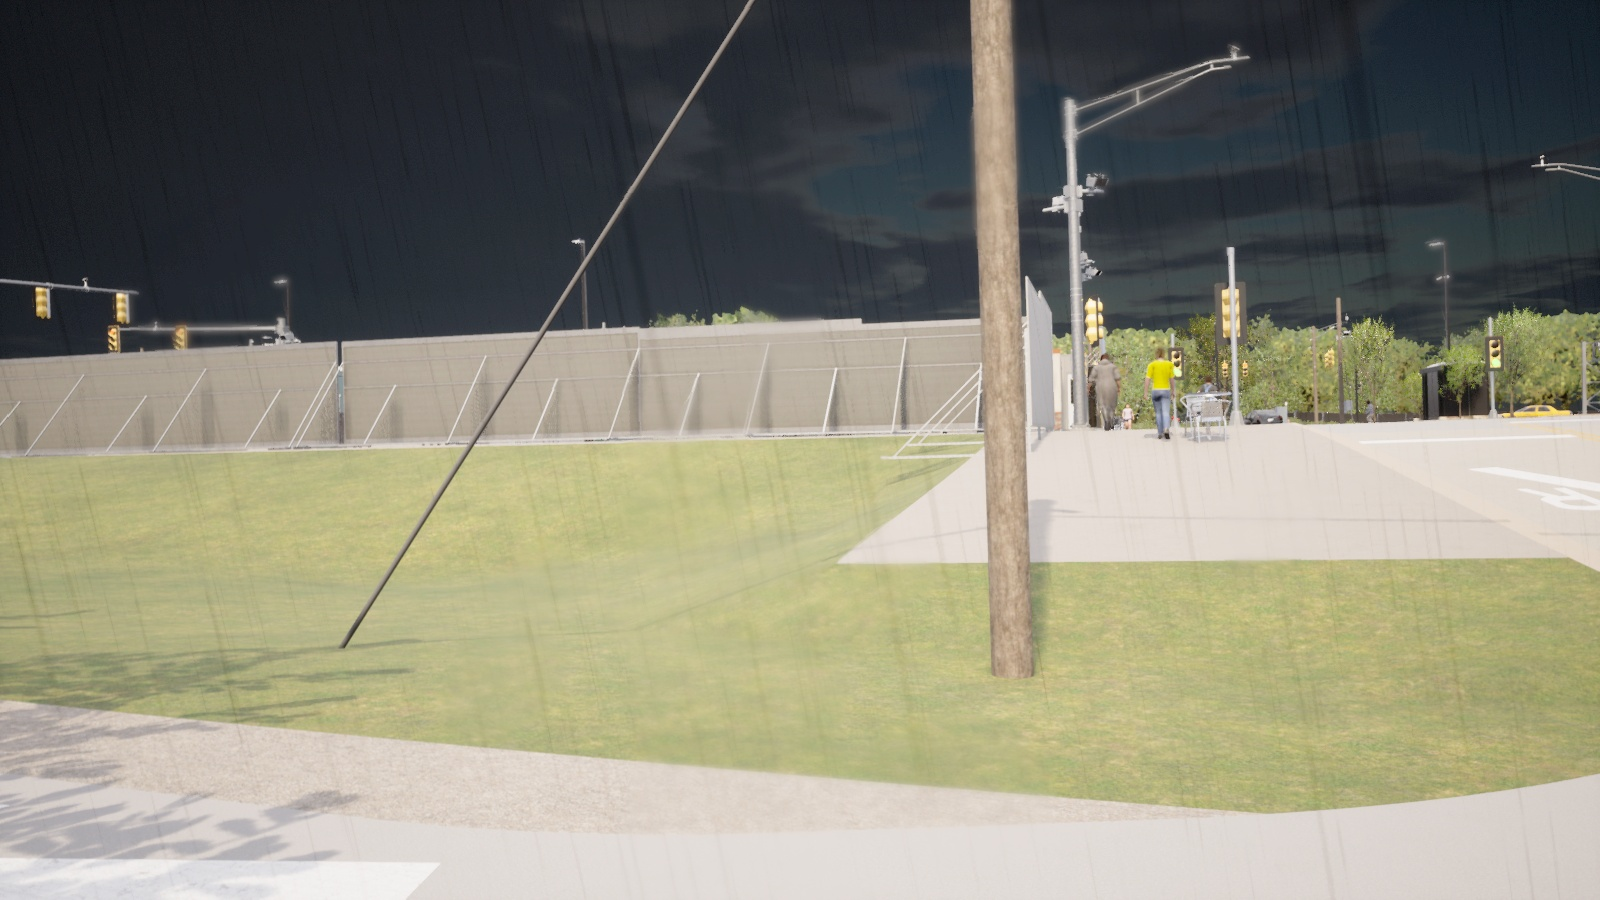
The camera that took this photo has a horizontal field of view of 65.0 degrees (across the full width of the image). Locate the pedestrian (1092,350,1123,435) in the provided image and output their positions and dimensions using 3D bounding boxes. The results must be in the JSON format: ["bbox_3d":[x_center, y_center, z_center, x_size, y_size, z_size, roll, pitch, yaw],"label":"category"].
[{"bbox_3d":[7.308,-1.350,29.852,0.659,1.952,0.873,-1,0,13],"label":"pedestrian"}]

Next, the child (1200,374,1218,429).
[{"bbox_3d":[9.470,-1.114,29.063,0.270,1.263,0.437,-1,0,31],"label":"child"}]

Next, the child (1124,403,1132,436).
[{"bbox_3d":[11.375,-1.054,43.540,0.255,1.110,0.394,-1,0,17],"label":"child"}]

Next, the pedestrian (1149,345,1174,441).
[{"bbox_3d":[7.057,-1.099,24.538,0.354,1.836,0.706,-1,0,11],"label":"pedestrian"}]

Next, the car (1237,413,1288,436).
[{"bbox_3d":[31.352,-1.743,85.206,2.163,1.488,4.792,-2,1,7],"label":"car"}]
